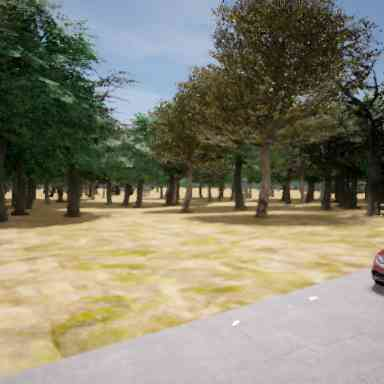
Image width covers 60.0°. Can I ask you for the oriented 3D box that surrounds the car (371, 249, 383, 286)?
[{"bbox_3d":[6.211,1.488,8.144,4.674,1.442,1.812,0,1,-38],"label":"car"}]
